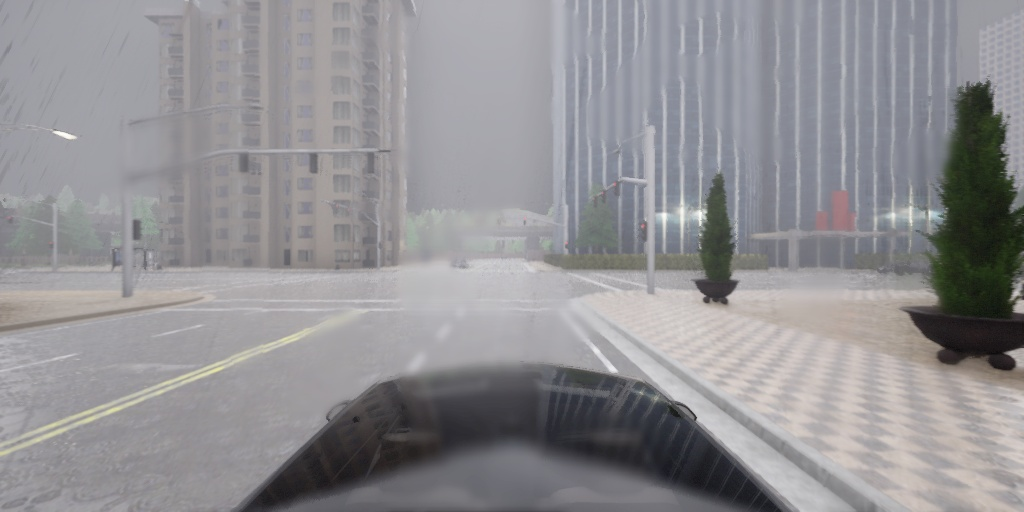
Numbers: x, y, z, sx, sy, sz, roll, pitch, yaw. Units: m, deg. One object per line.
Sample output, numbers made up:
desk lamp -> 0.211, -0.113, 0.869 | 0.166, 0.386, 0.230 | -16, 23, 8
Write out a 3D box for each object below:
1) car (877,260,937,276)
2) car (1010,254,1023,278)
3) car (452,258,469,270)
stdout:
car -> 38.275, 1.085, 34.684 | 4.902, 1.511, 2.128 | 0, 0, 0
car -> 44.792, 0.831, 31.204 | 5.566, 2.045, 2.150 | 0, 0, 0
car -> -6.987, 1.076, 48.707 | 2.128, 1.511, 4.902 | 0, 1, 0
